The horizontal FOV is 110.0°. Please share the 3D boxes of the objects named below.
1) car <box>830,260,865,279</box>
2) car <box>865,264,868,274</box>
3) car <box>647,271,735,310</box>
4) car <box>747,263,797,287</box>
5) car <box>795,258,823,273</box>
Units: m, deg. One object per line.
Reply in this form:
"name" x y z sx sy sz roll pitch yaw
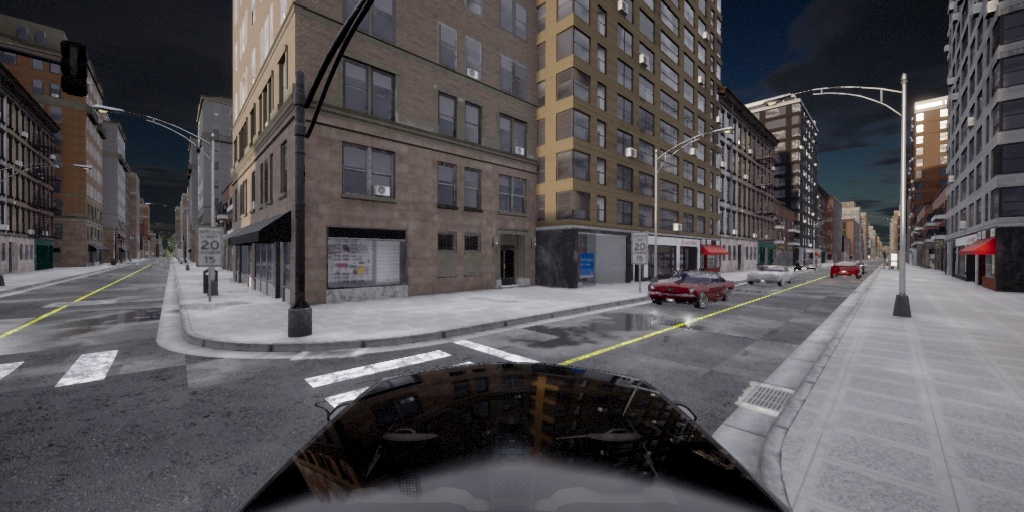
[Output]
"car" 30.069 1.180 32.236 5.008 1.535 1.882 0 0 -43
"car" 37.629 1.194 39.458 4.902 1.511 2.128 0 0 -43
"car" 7.465 1.315 14.796 4.718 1.301 1.895 0 0 -43
"car" 17.630 1.300 24.444 4.718 1.301 1.895 0 0 -43
"car" 28.786 0.894 34.905 4.718 1.301 1.895 0 0 -44
